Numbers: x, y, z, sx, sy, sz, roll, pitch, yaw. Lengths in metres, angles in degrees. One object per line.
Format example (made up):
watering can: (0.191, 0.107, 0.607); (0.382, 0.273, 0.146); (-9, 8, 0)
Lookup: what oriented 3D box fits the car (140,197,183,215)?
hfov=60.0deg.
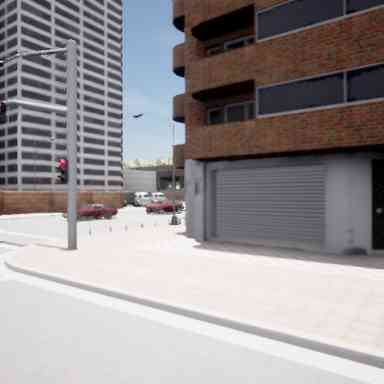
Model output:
car: (-3.036, 1.613, 36.696); (1.882, 1.535, 5.008); (0, 0, 35)

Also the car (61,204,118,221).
car: (-8.762, 1.736, 28.600); (1.895, 1.301, 4.718); (0, 0, 35)
